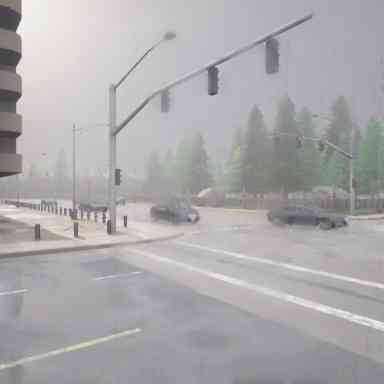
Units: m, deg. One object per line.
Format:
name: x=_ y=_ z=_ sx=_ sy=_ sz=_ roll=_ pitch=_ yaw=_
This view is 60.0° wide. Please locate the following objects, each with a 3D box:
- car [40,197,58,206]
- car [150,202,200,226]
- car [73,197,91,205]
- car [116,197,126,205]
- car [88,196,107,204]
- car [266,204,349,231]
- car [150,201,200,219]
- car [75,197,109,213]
car: x=-23.397 y=1.586 z=54.455 sx=1.812 sy=1.442 sz=4.674 roll=0 pitch=0 yaw=-36
car: x=-1.333 y=1.547 z=24.359 sx=2.128 sy=1.511 sz=4.902 roll=0 pitch=0 yaw=-35
car: x=-20.828 y=1.656 z=62.931 sx=1.895 sy=1.301 sz=4.718 roll=0 pitch=0 yaw=-36
car: x=-13.251 y=1.581 z=58.581 sx=1.812 sy=1.442 sz=4.674 roll=0 pitch=0 yaw=-36
car: x=-18.760 y=1.547 z=66.023 sx=2.128 sy=1.511 sz=4.902 roll=0 pitch=0 yaw=-36
car: x=7.096 y=1.524 z=20.808 sx=4.902 sy=1.511 sz=2.128 roll=0 pitch=0 yaw=38
car: x=-1.679 y=1.603 z=30.775 sx=2.033 sy=1.411 sz=5.357 roll=0 pitch=0 yaw=-36
car: x=-11.221 y=1.603 z=37.808 sx=2.033 sy=1.411 sz=5.357 roll=0 pitch=0 yaw=-36
